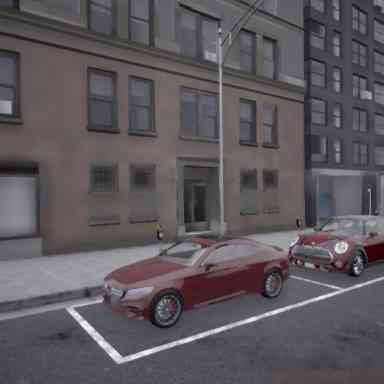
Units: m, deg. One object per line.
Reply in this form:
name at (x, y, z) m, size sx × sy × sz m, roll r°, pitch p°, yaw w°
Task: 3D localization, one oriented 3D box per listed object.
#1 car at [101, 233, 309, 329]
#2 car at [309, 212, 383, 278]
car at (0.275, 1.578, 6.855) m, size 4.206 × 1.307 × 1.802 m, roll 0°, pitch -1°, yaw -35°
car at (4.756, 1.432, 10.053) m, size 4.097 × 1.590 × 1.967 m, roll 0°, pitch -1°, yaw -35°
